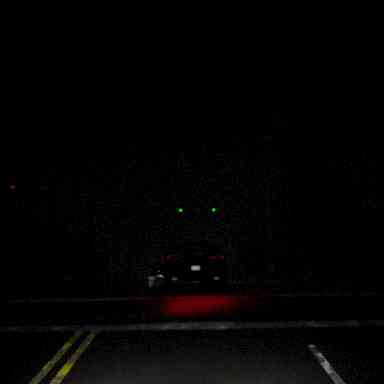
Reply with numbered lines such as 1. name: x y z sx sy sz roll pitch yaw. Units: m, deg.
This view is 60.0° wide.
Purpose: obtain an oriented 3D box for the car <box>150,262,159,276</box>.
1. car: -3.466 8.631 37.289 1.837 1.490 4.892 -1 -13 0

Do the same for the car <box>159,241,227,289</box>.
1. car: 0.110 2.509 11.688 1.882 1.535 5.008 -1 -13 0

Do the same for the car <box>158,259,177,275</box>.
1. car: -3.409 10.627 46.987 2.150 2.045 5.566 -1 -13 0
